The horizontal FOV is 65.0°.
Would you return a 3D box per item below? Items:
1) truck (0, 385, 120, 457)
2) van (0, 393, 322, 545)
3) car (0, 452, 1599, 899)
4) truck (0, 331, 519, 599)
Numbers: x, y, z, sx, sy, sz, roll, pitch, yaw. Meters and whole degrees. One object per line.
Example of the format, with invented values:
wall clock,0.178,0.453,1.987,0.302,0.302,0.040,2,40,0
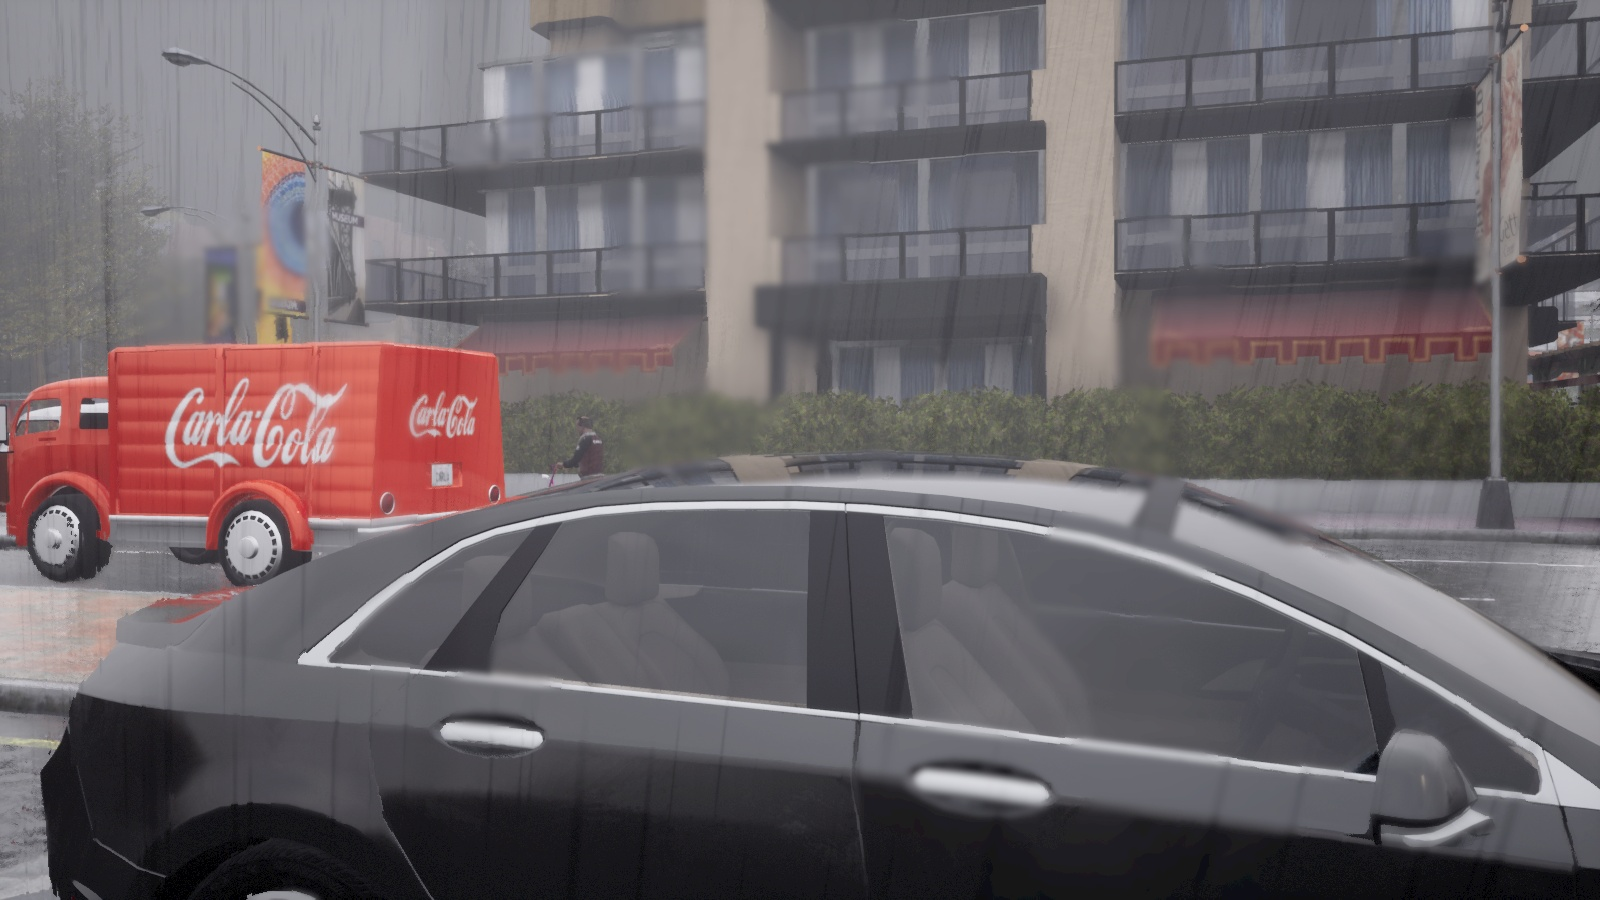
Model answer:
truck,-42.201,-1.612,69.671,8.468,3.827,2.891,1,1,19
van,-9.596,0.218,18.508,4.480,2.038,2.069,1,1,19
car,0.540,0.785,3.011,4.892,1.490,1.837,1,1,19
truck,-6.039,0.099,13.653,5.204,2.467,2.627,1,1,19
